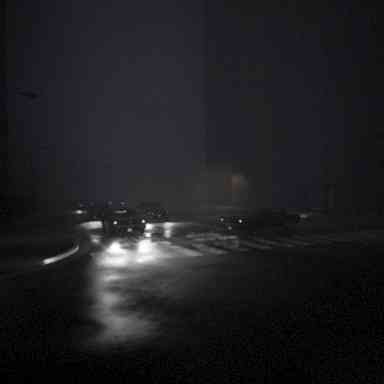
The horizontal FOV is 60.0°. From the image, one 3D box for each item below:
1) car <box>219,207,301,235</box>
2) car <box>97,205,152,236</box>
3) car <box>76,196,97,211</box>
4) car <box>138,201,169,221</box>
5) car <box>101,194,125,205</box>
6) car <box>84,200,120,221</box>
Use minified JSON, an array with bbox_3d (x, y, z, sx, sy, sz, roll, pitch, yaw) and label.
[{"bbox_3d":[3.787,1.521,18.402,4.718,1.301,1.895,-1,0,-34],"label":"car"},{"bbox_3d":[-4.015,1.635,19.077,1.895,1.301,4.718,-1,0,-22],"label":"car"},{"bbox_3d":[-14.099,1.611,43.801,1.837,1.490,4.892,-1,0,-22],"label":"car"},{"bbox_3d":[-3.307,1.503,26.549,1.837,1.490,4.892,-1,0,-22],"label":"car"},{"bbox_3d":[-10.089,1.394,43.182,2.097,1.767,4.553,-1,0,-22],"label":"car"},{"bbox_3d":[-7.650,1.623,27.915,1.994,1.385,4.181,-1,0,-22],"label":"car"}]
